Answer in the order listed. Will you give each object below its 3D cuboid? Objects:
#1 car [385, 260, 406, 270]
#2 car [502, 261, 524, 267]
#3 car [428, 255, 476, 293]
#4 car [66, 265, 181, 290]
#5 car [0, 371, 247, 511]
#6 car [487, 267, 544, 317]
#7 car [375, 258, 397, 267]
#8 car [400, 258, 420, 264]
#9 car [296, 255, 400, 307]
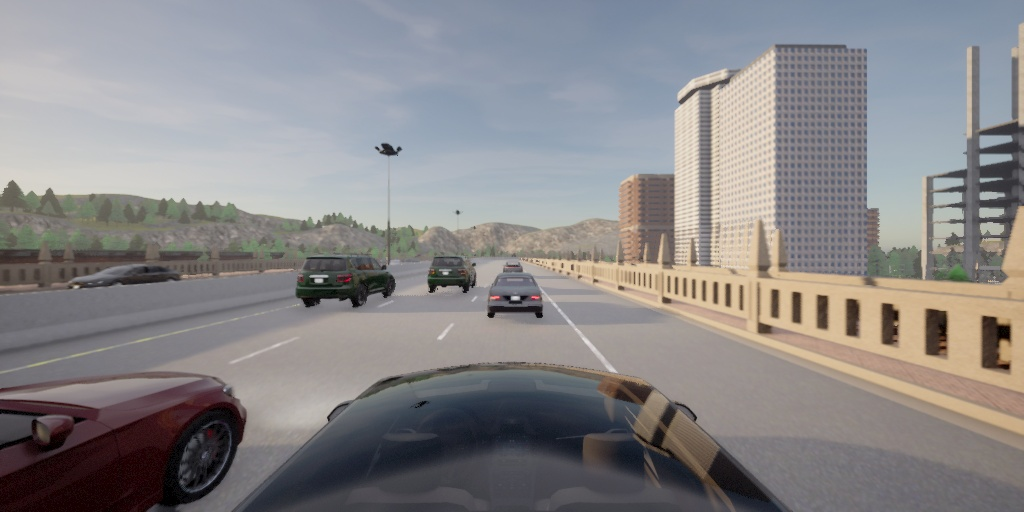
[{"bbox_3d":[-17.753,1.285,54.873,1.812,1.442,4.674,0,0,-1],"label":"car"},{"bbox_3d":[0.104,1.246,34.486,2.128,1.511,4.902,0,0,0],"label":"car"},{"bbox_3d":[-3.397,0.974,21.053,2.150,2.045,5.566,0,0,0],"label":"car"},{"bbox_3d":[-21.089,1.257,19.787,1.837,1.490,4.892,0,0,0],"label":"car"},{"bbox_3d":[-3.413,1.276,1.421,1.812,1.442,4.674,0,0,0],"label":"car"},{"bbox_3d":[0.102,1.299,13.142,2.033,1.411,5.357,0,0,0],"label":"car"},{"bbox_3d":[-21.429,1.015,61.092,2.033,1.411,5.357,0,0,-2],"label":"car"},{"bbox_3d":[-14.140,1.107,50.034,2.097,1.767,4.553,0,0,-1],"label":"car"},{"bbox_3d":[-6.898,0.973,15.503,2.150,2.045,5.566,0,0,0],"label":"car"}]
